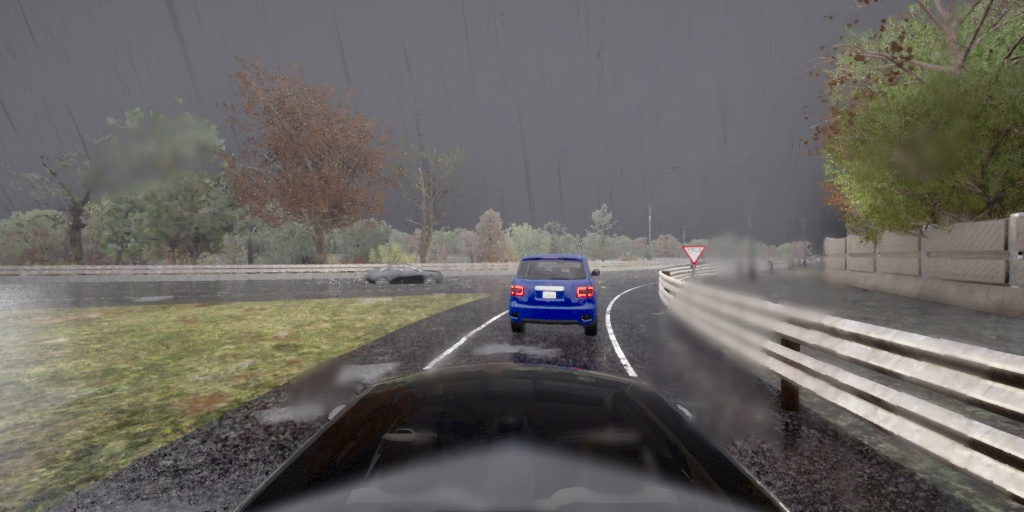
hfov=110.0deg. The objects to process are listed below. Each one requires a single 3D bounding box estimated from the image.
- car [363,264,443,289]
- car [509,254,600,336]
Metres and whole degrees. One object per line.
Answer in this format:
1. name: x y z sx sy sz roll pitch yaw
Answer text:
1. car: -6.919 1.239 23.018 4.902 1.511 2.128 0 0 -22
2. car: 1.400 0.971 10.686 2.150 2.045 5.566 0 0 12
